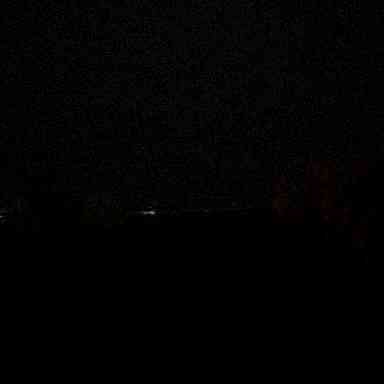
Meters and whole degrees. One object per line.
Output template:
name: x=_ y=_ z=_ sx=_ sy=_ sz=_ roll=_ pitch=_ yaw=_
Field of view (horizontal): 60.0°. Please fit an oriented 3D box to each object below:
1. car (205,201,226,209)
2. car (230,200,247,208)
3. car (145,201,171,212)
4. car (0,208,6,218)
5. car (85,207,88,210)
car: x=4.186 y=2.295 z=58.872 sx=1.837 sy=1.490 sz=4.892 roll=-2 pitch=-2 yaw=36
car: x=9.150 y=2.411 z=65.866 sx=1.812 sy=1.442 sz=4.674 roll=-2 pitch=-2 yaw=36
car: x=-5.303 y=2.261 z=51.863 sx=1.837 sy=1.490 sz=4.892 roll=-2 pitch=-1 yaw=36
car: x=-17.574 y=1.882 z=34.787 sx=2.097 sy=1.767 sz=4.553 roll=-2 pitch=-2 yaw=36
car: x=-11.883 y=2.141 z=42.702 sx=1.837 sy=1.490 sz=4.892 roll=-2 pitch=-2 yaw=36
